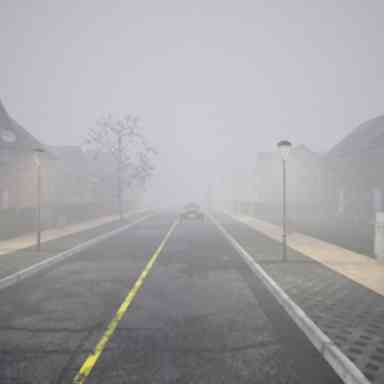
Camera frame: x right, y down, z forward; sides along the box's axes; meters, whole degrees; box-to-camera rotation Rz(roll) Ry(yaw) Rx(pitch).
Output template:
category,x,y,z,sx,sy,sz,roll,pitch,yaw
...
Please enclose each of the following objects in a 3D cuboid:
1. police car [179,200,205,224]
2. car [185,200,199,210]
category,x,y,z,sx,sy,sz,roll,pitch,yaw
police car,0.009,1.608,26.686,2.038,1.542,4.974,0,-1,0
car,0.019,2.077,54.359,2.163,1.488,4.792,0,-1,0
